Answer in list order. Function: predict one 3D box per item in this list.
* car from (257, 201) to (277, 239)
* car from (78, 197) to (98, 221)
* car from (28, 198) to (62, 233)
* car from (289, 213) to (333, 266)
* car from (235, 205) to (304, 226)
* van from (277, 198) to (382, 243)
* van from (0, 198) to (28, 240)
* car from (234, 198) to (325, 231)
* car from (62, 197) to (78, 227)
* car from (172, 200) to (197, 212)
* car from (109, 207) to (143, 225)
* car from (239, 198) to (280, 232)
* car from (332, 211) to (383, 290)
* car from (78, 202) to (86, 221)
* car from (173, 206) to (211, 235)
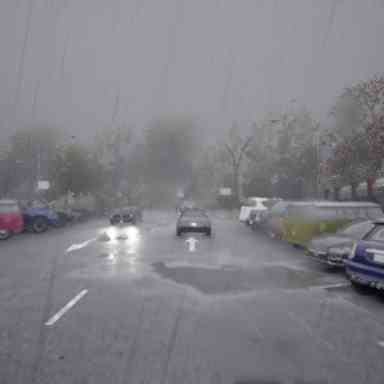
[{"bbox_3d":[5.981,1.522,16.705,4.553,1.767,2.185,1,0,-20],"label":"car"},{"bbox_3d":[-11.024,1.509,28.820,5.566,2.045,2.435,-1,0,-20],"label":"car"},{"bbox_3d":[-10.980,1.426,19.977,5.566,2.045,2.435,-1,-1,-20],"label":"car"},{"bbox_3d":[5.953,1.591,10.654,4.892,1.521,2.231,1,0,-20],"label":"car"},{"bbox_3d":[5.964,1.762,25.786,4.792,1.488,2.163,1,-1,-20],"label":"car"},{"bbox_3d":[6.057,1.395,13.723,4.442,1.987,1.878,1,-1,-20],"label":"van"},{"bbox_3d":[-11.112,1.425,16.959,4.442,1.987,1.878,-1,0,-20],"label":"van"},{"bbox_3d":[5.970,1.453,22.765,5.566,2.045,2.435,1,-1,-20],"label":"car"},{"bbox_3d":[-10.979,1.453,22.936,5.566,2.045,2.435,-1,-1,-20],"label":"car"},{"bbox_3d":[-0.761,1.705,37.308,2.097,1.767,4.553,0,0,-15],"label":"car"},{"bbox_3d":[-5.134,1.851,26.359,1.895,1.301,4.718,0,-1,0],"label":"car"},{"bbox_3d":[5.929,1.423,19.704,5.566,2.045,2.435,1,0,-20],"label":"car"},{"bbox_3d":[5.909,1.435,7.635,4.553,1.767,2.185,1,-1,-20],"label":"car"},{"bbox_3d":[-10.983,1.762,25.900,4.792,1.488,2.163,-1,-1,-20],"label":"car"},{"bbox_3d":[0.101,1.756,20.113,1.994,1.385,4.181,0,-1,0],"label":"car"}]
